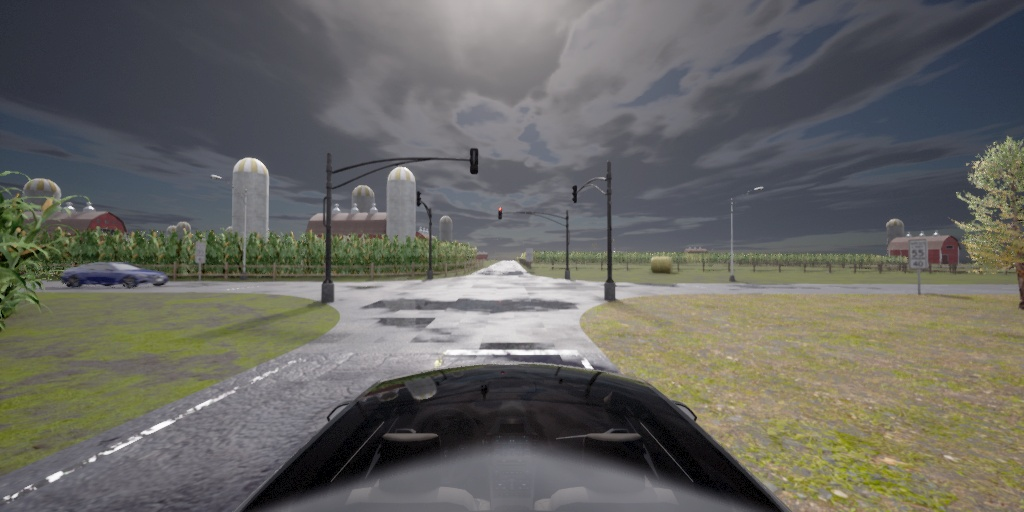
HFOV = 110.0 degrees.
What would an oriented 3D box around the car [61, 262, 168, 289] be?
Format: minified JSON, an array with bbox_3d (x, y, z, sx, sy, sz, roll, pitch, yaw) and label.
[{"bbox_3d":[-22.346,1.073,20.232,4.674,1.442,1.812,1,-1,-3],"label":"car"}]
